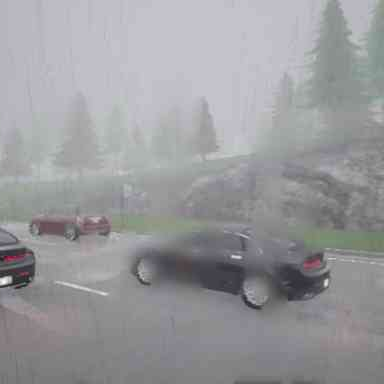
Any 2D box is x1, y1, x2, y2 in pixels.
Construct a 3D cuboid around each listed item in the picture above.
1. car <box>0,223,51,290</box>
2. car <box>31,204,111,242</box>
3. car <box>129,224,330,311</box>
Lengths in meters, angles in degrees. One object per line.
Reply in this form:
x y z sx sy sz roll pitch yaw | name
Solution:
-5.720 1.545 8.069 4.892 1.490 1.837 0 0 35 | car
-6.332 1.417 17.113 4.553 1.767 2.097 0 0 36 | car
0.618 1.522 7.849 4.892 1.490 1.837 0 0 35 | car
